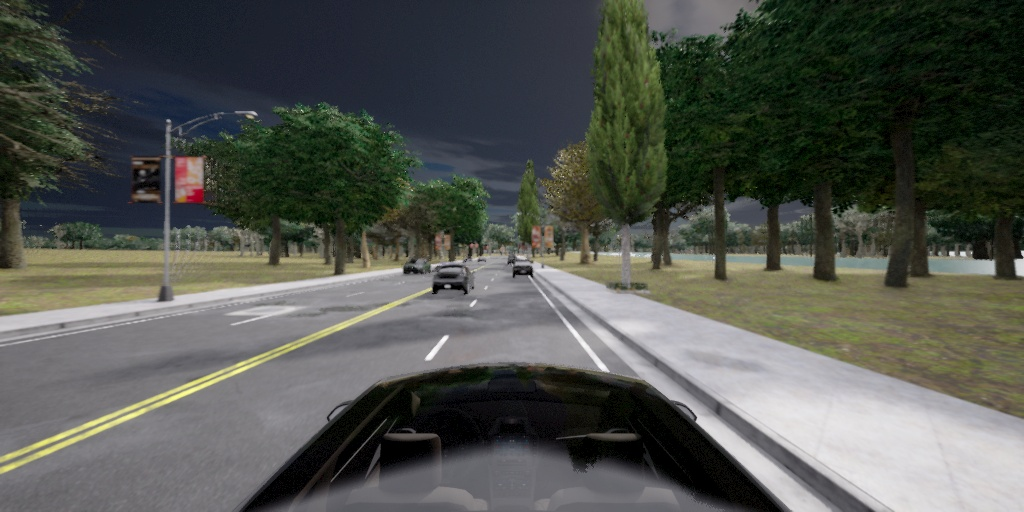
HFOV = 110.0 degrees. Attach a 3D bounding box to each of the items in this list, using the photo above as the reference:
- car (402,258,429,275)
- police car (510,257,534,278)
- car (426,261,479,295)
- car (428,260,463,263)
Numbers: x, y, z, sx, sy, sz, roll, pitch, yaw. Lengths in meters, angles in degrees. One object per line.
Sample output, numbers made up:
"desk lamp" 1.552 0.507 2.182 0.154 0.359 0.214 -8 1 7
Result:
"car" -9.833 1.047 37.383 2.097 1.767 4.553 0 0 0
"police car" 0.980 1.134 33.549 1.930 1.638 5.238 0 0 0
"car" -3.147 1.246 19.898 1.837 1.490 4.892 0 0 0
"car" -6.590 1.247 36.191 2.033 1.411 5.357 0 0 0
